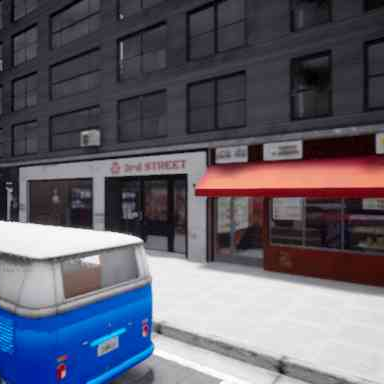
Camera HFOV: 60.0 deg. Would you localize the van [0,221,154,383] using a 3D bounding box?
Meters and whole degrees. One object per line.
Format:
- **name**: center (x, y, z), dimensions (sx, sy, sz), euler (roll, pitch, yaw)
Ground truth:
- **van**: center (-2.370, 1.352, 4.499), dimensions (3.998, 1.788, 1.690), euler (0, 0, 35)
